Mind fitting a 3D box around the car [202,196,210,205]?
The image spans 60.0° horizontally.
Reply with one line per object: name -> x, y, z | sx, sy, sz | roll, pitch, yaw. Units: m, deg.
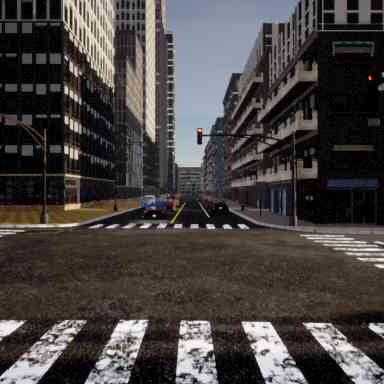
car -> 2.724, 1.550, 43.806 | 1.887, 1.381, 4.507 | 0, 0, 0

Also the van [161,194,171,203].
van -> -5.633, 1.355, 72.084 | 1.690, 1.788, 3.998 | 0, 0, 0

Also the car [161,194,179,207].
car -> -3.049, 1.358, 49.494 | 2.097, 1.767, 4.553 | 0, 0, 0

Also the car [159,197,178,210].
car -> -3.063, 1.605, 39.394 | 1.895, 1.301, 4.718 | 0, 0, 0

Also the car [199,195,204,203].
car -> 2.738, 1.561, 60.769 | 2.008, 1.369, 4.403 | 0, 0, 0

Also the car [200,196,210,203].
car -> 2.748, 1.559, 72.077 | 1.887, 1.381, 4.507 | 0, 0, 0

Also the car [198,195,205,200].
car -> 2.766, 1.590, 94.695 | 1.947, 1.339, 4.313 | 0, 0, 0

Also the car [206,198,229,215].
car -> 2.717, 1.568, 33.839 | 1.947, 1.339, 4.313 | 0, 0, 0

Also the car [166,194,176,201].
car -> -5.619, 1.337, 89.048 | 2.192, 1.841, 5.009 | 0, 0, 0

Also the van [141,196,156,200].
van -> -5.657, 1.346, 43.813 | 1.690, 1.788, 3.998 | 0, 0, 0

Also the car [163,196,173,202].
car -> -5.628, 1.567, 77.738 | 2.008, 1.369, 4.403 | 0, 0, 0

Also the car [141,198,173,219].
car -> -3.076, 1.549, 29.719 | 2.033, 1.411, 5.357 | 0, 0, 0
